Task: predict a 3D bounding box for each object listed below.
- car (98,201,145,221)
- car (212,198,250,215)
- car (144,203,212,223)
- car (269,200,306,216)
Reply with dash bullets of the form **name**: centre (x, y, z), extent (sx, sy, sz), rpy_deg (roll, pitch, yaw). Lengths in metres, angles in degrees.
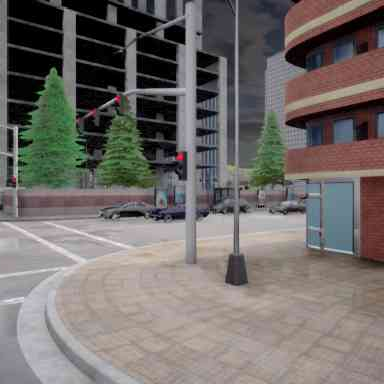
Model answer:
- **car**: centre (-5.279, 1.547, 27.618), extent (4.902, 1.511, 2.128), rpy_deg (0, 0, -35)
- **car**: centre (3.777, 1.408, 34.007), extent (4.553, 1.767, 2.097), rpy_deg (0, 0, -35)
- **car**: centre (-1.018, 1.656, 26.340), extent (4.718, 1.301, 1.895), rpy_deg (0, 0, -35)
- **car**: centre (9.895, 1.581, 34.029), extent (4.674, 1.442, 1.812), rpy_deg (0, 0, -35)
